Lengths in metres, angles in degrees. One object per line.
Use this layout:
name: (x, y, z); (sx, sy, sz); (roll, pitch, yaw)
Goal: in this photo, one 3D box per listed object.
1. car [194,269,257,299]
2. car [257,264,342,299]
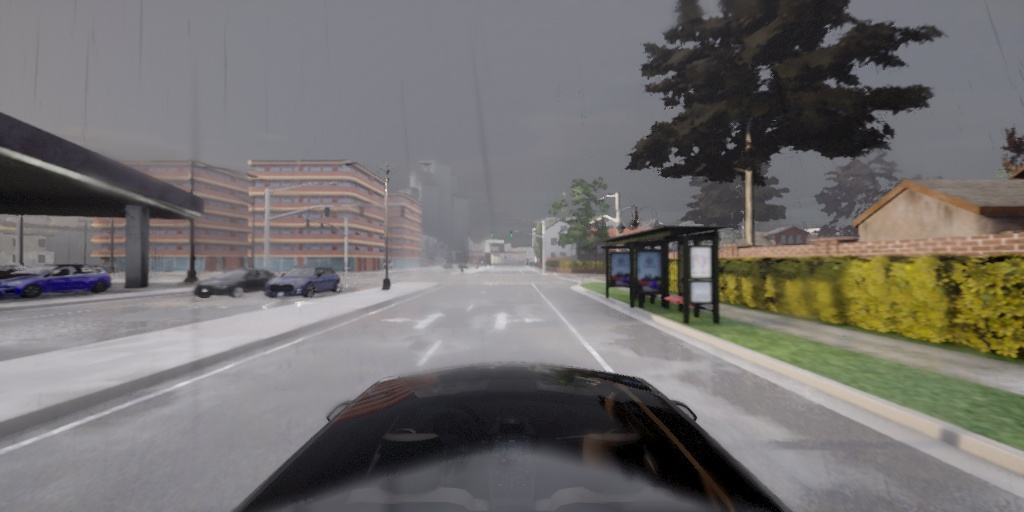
car: (-15.046, 1.512, 20.039); (1.837, 1.490, 4.892); (0, -1, 1)
car: (-11.537, 1.359, 20.154); (2.097, 1.767, 4.553); (0, -1, 0)
